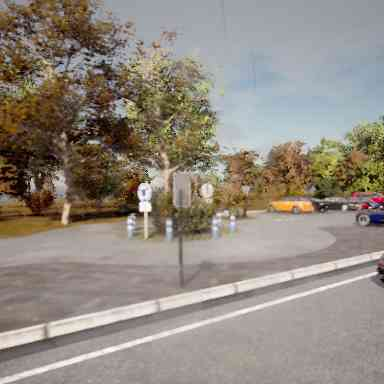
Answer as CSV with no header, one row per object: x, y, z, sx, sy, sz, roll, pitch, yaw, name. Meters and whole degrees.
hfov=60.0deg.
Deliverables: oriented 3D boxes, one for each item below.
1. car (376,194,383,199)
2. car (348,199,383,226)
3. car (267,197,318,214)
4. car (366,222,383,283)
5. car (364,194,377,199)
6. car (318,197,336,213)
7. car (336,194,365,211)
21.235,1.373,41.535,2.163,1.488,4.792,0,0,-35,car
12.409,1.393,20.008,2.163,1.488,4.792,0,0,-35,car
9.792,1.232,33.478,2.185,1.767,4.553,0,0,-35,car
6.527,1.522,8.343,4.674,1.442,1.812,0,0,-35,car
18.926,1.376,39.909,2.163,1.488,4.792,0,0,-35,car
11.985,1.354,35.053,2.097,1.535,5.008,0,0,-35,car
16.698,1.350,38.385,2.231,1.521,4.892,0,0,-35,car
